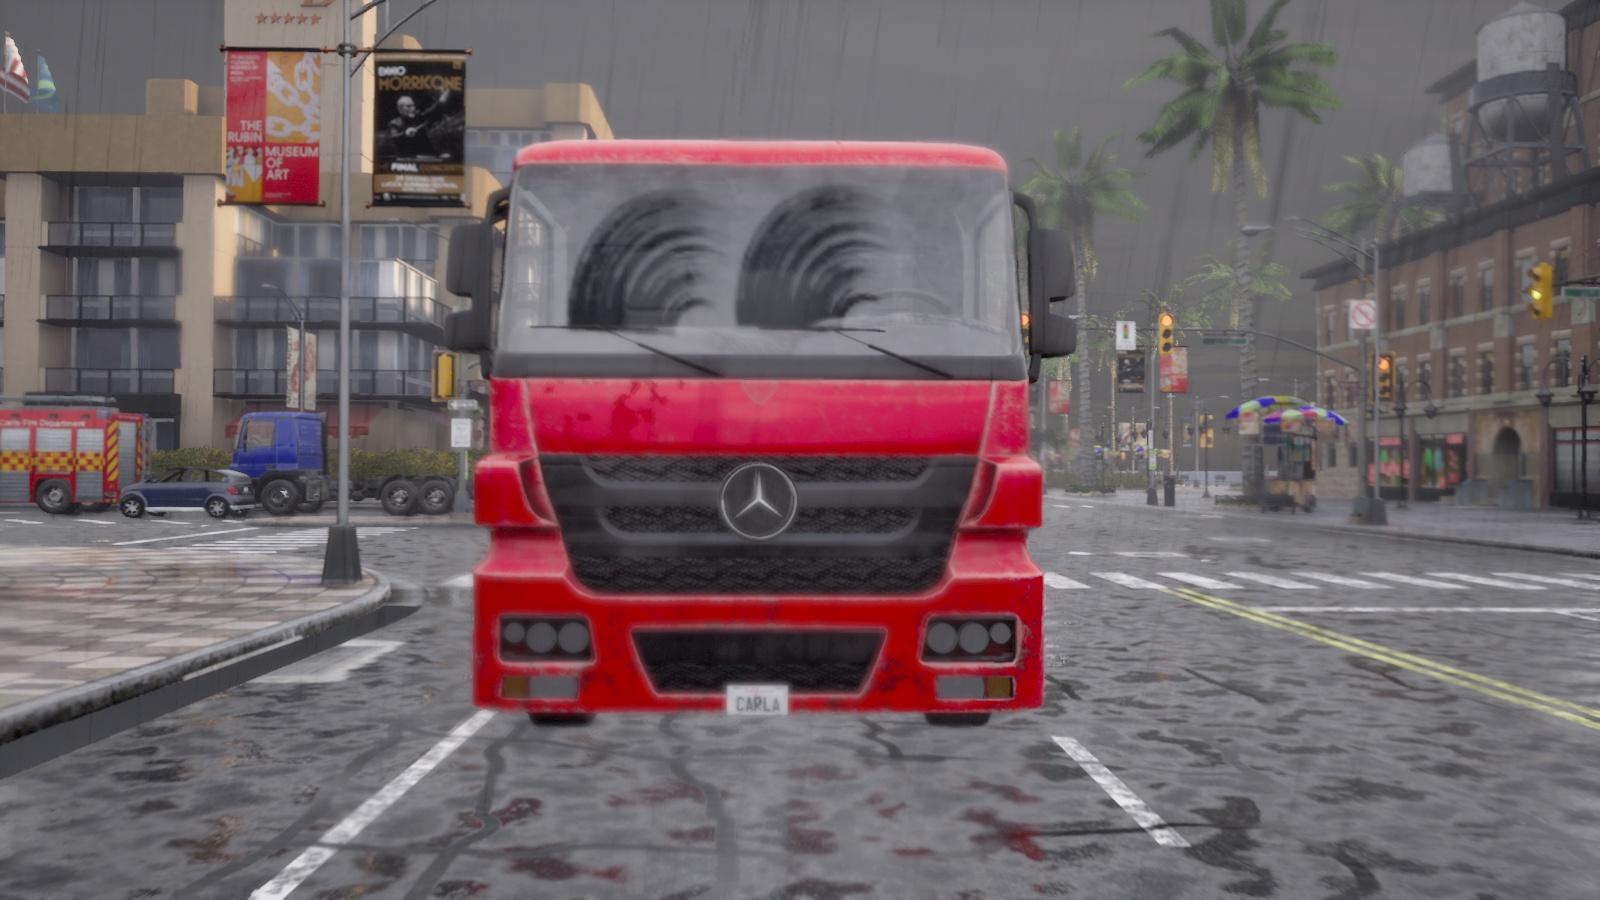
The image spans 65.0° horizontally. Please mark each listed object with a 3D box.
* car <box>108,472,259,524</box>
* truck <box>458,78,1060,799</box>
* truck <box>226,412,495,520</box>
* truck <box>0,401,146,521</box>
[{"bbox_3d":[-18.704,1.443,38.211,3.705,1.549,1.789,0,-1,-1],"label":"car"},{"bbox_3d":[-0.264,-0.010,10.022,2.891,3.462,7.936,0,-1,-1],"label":"truck"},{"bbox_3d":[-14.477,0.526,41.834,7.936,3.462,2.891,0,-1,-1],"label":"truck"},{"bbox_3d":[-26.654,0.387,41.527,8.468,3.827,2.891,0,-1,-1],"label":"truck"}]
